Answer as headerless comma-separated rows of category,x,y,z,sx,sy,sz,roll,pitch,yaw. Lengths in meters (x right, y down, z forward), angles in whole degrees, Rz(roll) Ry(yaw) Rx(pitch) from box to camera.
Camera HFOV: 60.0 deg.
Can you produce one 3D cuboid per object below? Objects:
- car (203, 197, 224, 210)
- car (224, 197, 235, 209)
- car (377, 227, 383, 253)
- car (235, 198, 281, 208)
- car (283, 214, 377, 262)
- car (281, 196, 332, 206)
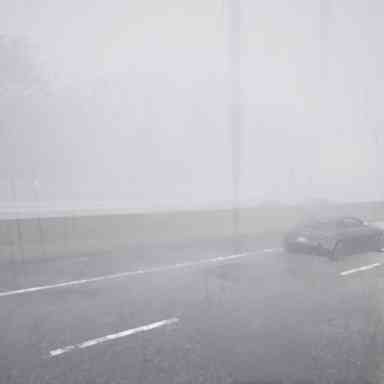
car,3.416,1.376,36.537,4.892,1.490,1.837,0,0,-35
car,5.972,1.366,34.064,4.892,1.490,1.837,0,0,-35
car,7.349,1.403,9.134,5.008,1.535,1.882,-1,0,-36
car,6.594,1.345,30.212,5.008,1.535,1.882,-1,0,-35
car,5.178,1.495,11.883,4.181,1.385,1.994,-1,0,-36
car,10.178,1.200,28.465,4.553,1.767,2.097,-1,0,-35
